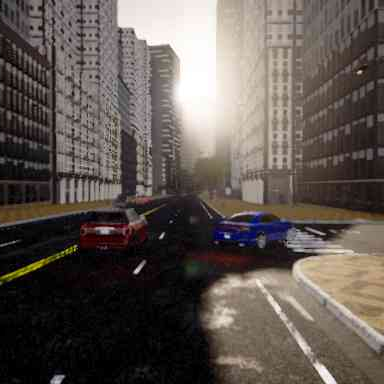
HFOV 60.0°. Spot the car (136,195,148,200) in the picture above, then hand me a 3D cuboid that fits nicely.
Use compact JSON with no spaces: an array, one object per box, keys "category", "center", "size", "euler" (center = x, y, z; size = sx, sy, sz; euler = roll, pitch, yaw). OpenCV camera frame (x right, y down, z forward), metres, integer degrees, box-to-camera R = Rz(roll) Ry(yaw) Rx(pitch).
[{"category":"car","center":[-9.575,1.349,63.291],"size":[2.097,1.767,4.553],"euler":[0,0,1]}]

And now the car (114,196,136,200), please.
[{"category":"car","center":[-9.688,1.349,46.561],"size":[2.097,1.767,4.553],"euler":[0,0,0]}]

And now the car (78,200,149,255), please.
[{"category":"car","center":[-3.107,1.432,14.024],"size":[2.097,1.767,4.553],"euler":[1,0,0]}]

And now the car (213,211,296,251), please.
[{"category":"car","center":[2.955,1.603,15.024],"size":[1.882,1.535,5.008],"euler":[-1,-1,39]}]
